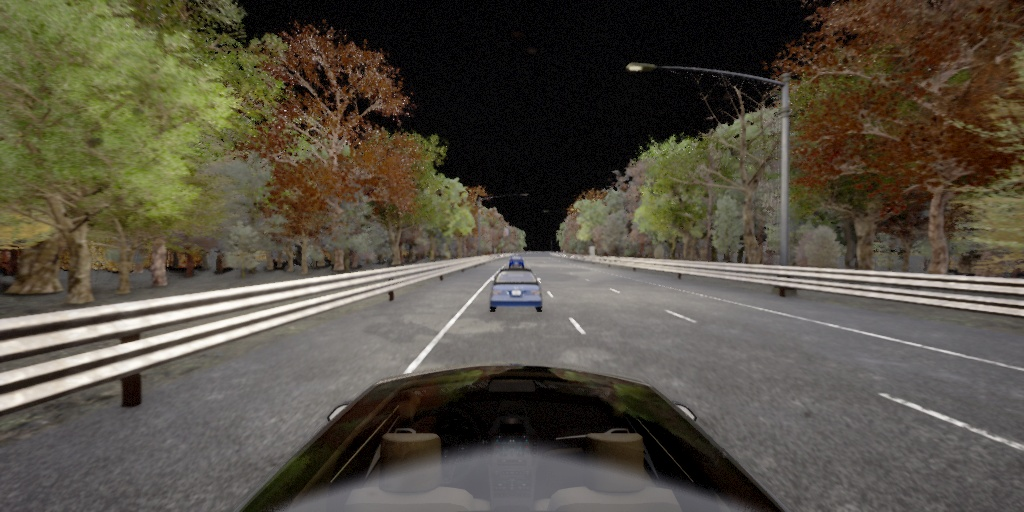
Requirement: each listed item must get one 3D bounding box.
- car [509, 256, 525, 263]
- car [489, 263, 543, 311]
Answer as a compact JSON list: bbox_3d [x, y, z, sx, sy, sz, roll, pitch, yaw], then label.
[{"bbox_3d":[0.583,0.702,45.986,1.882,1.535,5.008,0,1,1],"label":"car"},{"bbox_3d":[0.141,1.157,13.623,2.033,1.411,5.357,0,1,0],"label":"car"}]
